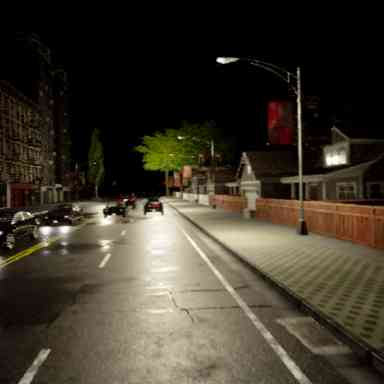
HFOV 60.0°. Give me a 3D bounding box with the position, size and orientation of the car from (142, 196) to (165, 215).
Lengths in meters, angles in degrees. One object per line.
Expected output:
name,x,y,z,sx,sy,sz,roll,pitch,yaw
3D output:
car,-3.696,1.383,31.938,1.837,1.490,4.892,-1,1,-7

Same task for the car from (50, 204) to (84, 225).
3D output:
car,-9.579,1.615,25.240,2.033,1.411,5.357,-1,0,-7

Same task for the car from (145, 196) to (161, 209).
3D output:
car,-5.220,1.304,44.319,1.882,1.535,5.008,-1,1,-7

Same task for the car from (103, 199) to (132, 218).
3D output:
car,-6.779,1.567,29.985,1.895,1.301,4.718,-1,0,-6

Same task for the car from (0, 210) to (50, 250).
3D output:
car,-8.328,1.599,14.728,2.128,1.511,4.902,-1,0,-7

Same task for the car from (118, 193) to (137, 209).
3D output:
car,-8.426,1.134,43.416,2.150,2.045,5.566,-1,1,-6
